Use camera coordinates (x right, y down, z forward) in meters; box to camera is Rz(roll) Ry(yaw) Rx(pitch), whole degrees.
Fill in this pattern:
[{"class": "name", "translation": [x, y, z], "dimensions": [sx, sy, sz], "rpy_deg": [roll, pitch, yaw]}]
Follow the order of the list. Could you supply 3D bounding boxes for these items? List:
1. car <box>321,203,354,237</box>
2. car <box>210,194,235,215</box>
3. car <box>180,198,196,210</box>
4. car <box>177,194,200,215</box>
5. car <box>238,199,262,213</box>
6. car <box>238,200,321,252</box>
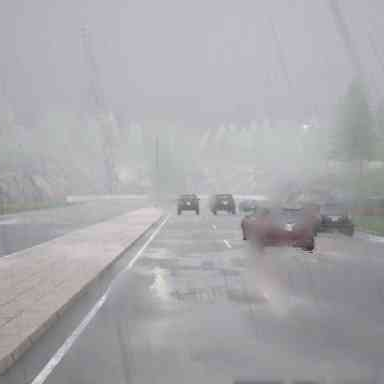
[{"class": "car", "translation": [6.847, 1.352, 18.120], "dimensions": [2.097, 1.767, 4.553], "rpy_deg": [0, 0, -1]}, {"class": "car", "translation": [3.135, 1.217, 34.492], "dimensions": [2.150, 2.045, 5.566], "rpy_deg": [0, -1, -1]}, {"class": "car", "translation": [-0.485, 1.547, 44.516], "dimensions": [2.033, 1.411, 5.357], "rpy_deg": [0, 0, 0]}, {"class": "car", "translation": [-0.367, 1.221, 34.337], "dimensions": [2.150, 2.045, 5.566], "rpy_deg": [0, 0, 0]}, {"class": "car", "translation": [6.587, 1.564, 38.138], "dimensions": [1.994, 1.385, 4.181], "rpy_deg": [0, 0, -1]}, {"class": "car", "translation": [3.400, 1.352, 14.007], "dimensions": [2.097, 1.767, 4.553], "rpy_deg": [0, 0, -1]}]
